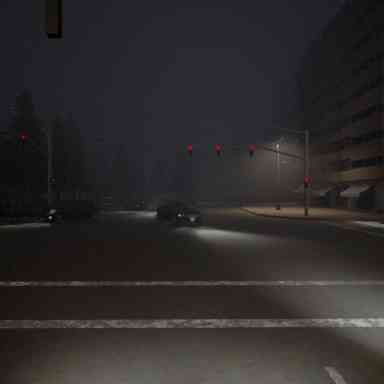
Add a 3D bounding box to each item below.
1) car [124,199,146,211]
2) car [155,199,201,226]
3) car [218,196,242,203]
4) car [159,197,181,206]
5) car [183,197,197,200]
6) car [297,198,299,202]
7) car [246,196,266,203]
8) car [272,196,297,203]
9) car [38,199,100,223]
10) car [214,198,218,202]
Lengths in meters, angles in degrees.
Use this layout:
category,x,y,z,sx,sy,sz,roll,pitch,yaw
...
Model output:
category,x,y,z,sx,sy,sz,roll,pitch,yaw
car,-6.731,1.526,40.147,1.812,1.442,4.674,0,0,4
car,-1.081,1.522,23.678,2.128,1.511,4.902,0,0,-27
car,8.119,1.600,68.204,1.895,1.301,4.718,0,0,45
car,-3.625,1.601,56.164,1.895,1.301,4.718,0,0,23
car,-0.639,1.547,54.555,2.033,1.411,5.357,0,0,22
car,21.923,1.525,73.615,4.902,1.511,2.128,0,0,-22
car,13.128,1.478,68.087,5.008,1.535,1.882,0,0,-41
car,18.492,1.478,67.600,5.008,1.535,1.882,0,0,-33
car,-9.583,1.393,26.066,2.097,1.767,4.553,0,0,37
car,6.750,1.517,71.746,4.902,1.511,2.128,0,0,-45
